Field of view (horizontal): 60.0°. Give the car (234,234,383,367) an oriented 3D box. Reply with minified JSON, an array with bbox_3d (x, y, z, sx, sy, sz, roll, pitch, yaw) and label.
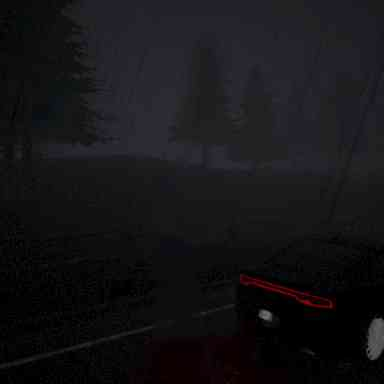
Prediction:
[{"bbox_3d":[2.998,1.492,5.887,5.008,1.535,1.882,0,0,-36],"label":"car"}]
